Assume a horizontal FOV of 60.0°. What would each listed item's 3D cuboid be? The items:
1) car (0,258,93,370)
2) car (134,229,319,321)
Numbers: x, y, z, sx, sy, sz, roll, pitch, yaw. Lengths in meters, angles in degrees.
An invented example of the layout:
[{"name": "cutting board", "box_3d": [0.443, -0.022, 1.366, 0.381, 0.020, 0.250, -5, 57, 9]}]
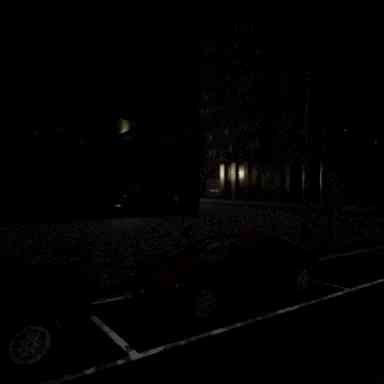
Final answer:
[{"name": "car", "box_3d": [-3.568, 1.542, 4.120, 4.507, 1.381, 1.887, 0, 0, -35]}, {"name": "car", "box_3d": [0.933, 1.563, 7.325, 4.507, 1.381, 1.887, 0, 0, -35]}]
